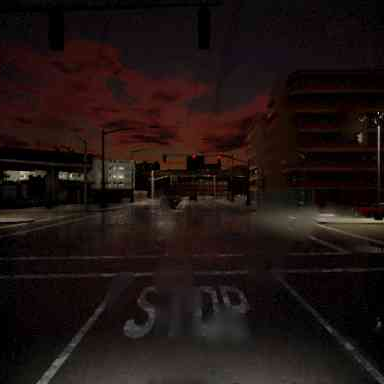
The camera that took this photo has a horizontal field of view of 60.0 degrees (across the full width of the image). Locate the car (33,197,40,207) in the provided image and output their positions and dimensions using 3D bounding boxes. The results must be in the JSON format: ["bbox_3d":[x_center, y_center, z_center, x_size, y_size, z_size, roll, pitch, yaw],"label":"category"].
[{"bbox_3d":[-24.033,1.456,47.815,3.806,1.475,1.970,0,0,1],"label":"car"}]

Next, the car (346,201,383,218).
[{"bbox_3d":[16.299,1.601,28.660,4.718,1.301,1.895,0,0,-3],"label":"car"}]

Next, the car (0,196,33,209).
[{"bbox_3d":[-23.315,1.295,42.064,4.611,1.667,2.242,0,0,1],"label":"car"}]

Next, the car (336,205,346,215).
[{"bbox_3d":[16.215,1.564,32.143,4.181,1.385,1.994,0,0,1],"label":"car"}]

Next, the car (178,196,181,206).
[{"bbox_3d":[-3.215,1.352,52.709,2.097,1.767,4.553,0,0,0],"label":"car"}]

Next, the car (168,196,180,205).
[{"bbox_3d":[-3.271,1.478,61.890,1.882,1.535,5.008,0,0,0],"label":"car"}]

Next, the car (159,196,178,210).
[{"bbox_3d":[-3.101,1.505,43.504,1.837,1.490,4.892,0,0,-1],"label":"car"}]

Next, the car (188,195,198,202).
[{"bbox_3d":[0.204,1.347,72.175,1.837,1.490,4.892,0,0,0],"label":"car"}]

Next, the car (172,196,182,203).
[{"bbox_3d":[-3.294,1.552,71.916,1.994,1.385,4.181,0,0,0],"label":"car"}]
